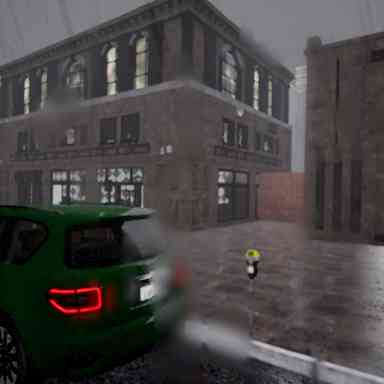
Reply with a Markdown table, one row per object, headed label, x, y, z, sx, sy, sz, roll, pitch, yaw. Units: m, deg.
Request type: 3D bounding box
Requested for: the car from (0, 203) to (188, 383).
| label | x | y | z | sx | sy | sz | roll | pitch | yaw |
| --- | --- | --- | --- | --- | --- | --- | --- | --- | --- |
| car | -2.649 | 1.186 | 5.304 | 5.566 | 2.045 | 2.150 | 1 | 0 | 36 |
